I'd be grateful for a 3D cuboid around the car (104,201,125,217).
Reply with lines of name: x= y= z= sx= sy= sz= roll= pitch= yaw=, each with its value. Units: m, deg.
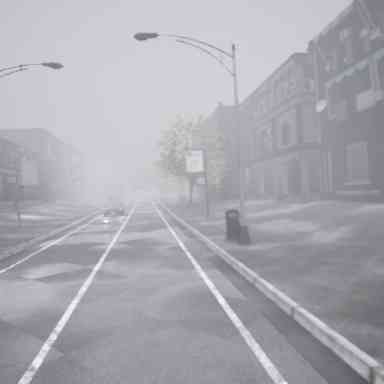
car: x=-7.873 y=1.687 z=33.935 sx=1.812 sy=1.442 sz=4.674 roll=-3 pitch=1 yaw=-8
